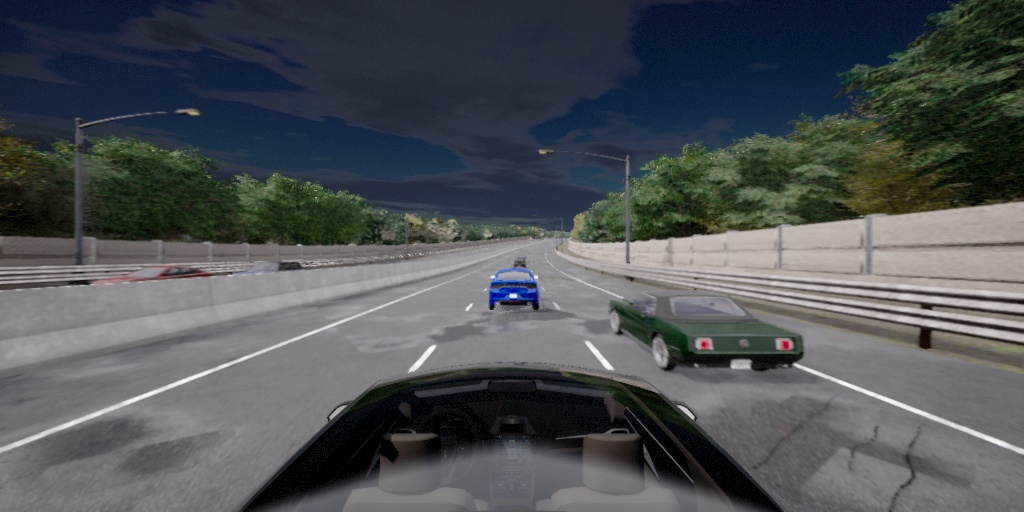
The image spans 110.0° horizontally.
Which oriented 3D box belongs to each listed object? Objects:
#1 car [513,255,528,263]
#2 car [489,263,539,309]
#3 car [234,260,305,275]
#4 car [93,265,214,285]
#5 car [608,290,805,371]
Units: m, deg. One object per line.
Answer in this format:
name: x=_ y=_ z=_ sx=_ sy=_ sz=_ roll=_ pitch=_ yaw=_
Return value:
car: x=1.138 y=1.059 z=51.125 sx=1.837 sy=1.490 sz=4.892 roll=0 pitch=1 yaw=2
car: x=0.095 y=1.257 z=15.150 sx=1.882 sy=1.535 sz=5.008 roll=0 pitch=0 yaw=1
car: x=-13.920 y=1.108 z=20.758 sx=2.097 sy=1.767 sz=4.553 roll=0 pitch=0 yaw=1
car: x=-17.474 y=1.230 z=17.835 sx=1.882 sy=1.535 sz=5.008 roll=0 pitch=0 yaw=1
car: x=3.508 y=1.374 z=7.692 sx=1.895 sy=1.301 sz=4.718 roll=0 pitch=0 yaw=0
